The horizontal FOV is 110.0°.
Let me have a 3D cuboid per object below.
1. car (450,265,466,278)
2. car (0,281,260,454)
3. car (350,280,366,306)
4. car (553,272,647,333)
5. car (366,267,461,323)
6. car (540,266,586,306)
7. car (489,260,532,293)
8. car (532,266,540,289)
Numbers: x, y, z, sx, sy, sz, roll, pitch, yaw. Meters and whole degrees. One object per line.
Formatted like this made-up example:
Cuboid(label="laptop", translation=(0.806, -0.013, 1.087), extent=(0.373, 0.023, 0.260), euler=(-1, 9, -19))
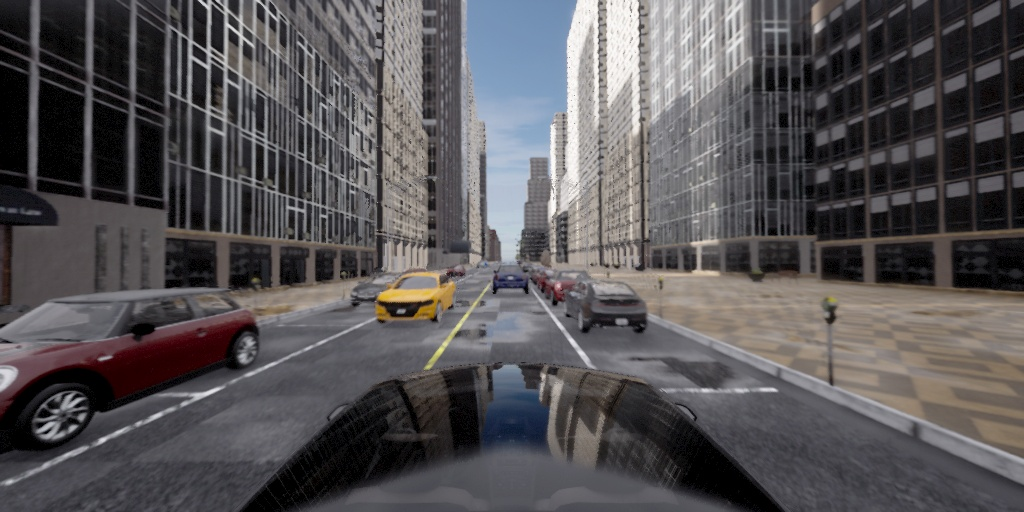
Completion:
Cuboid(label="car", translation=(-6.037, 1.623, 39.171), extent=(1.888, 1.381, 4.507), euler=(0, 0, -1))
Cuboid(label="car", translation=(-5.714, 1.240, 5.040), extent=(1.967, 1.591, 4.097), euler=(0, 0, -1))
Cuboid(label="car", translation=(-5.822, 1.443, 16.416), extent=(2.007, 1.370, 4.403), euler=(0, 0, -1))
Cuboid(label="car", translation=(2.612, 1.363, 10.785), extent=(2.007, 1.370, 4.403), euler=(0, 0, -1))
Cuboid(label="car", translation=(-3.191, 1.329, 12.756), extent=(1.882, 1.535, 5.008), euler=(0, 0, 0))
Cuboid(label="car", translation=(2.558, 1.298, 16.473), extent=(1.967, 1.591, 4.097), euler=(0, 0, -1))
Cuboid(label="car", translation=(-0.100, 1.267, 22.283), extent=(2.097, 1.767, 4.553), euler=(0, -1, 0))
Cuboid(label="car", translation=(2.505, 1.449, 22.162), extent=(1.888, 1.381, 4.507), euler=(0, 0, -1))
